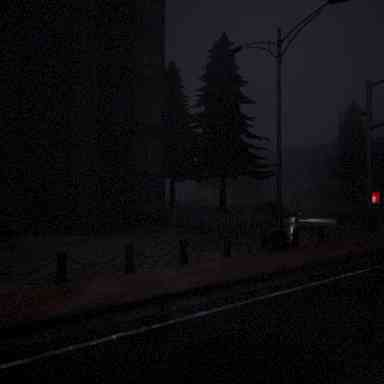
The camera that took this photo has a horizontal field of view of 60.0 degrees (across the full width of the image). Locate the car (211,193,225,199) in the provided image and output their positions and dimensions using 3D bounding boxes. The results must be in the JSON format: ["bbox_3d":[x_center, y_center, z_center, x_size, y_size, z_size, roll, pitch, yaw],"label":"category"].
[{"bbox_3d":[7.253,1.092,94.506,1.905,1.878,3.866,0,0,-37],"label":"car"}]

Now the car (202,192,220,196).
[{"bbox_3d":[5.165,1.113,92.444,1.932,1.855,4.605,0,0,-37],"label":"car"}]

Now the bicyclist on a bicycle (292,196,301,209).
[{"bbox_3d":[11.472,1.316,36.639,1.656,1.620,0.582,0,0,-37],"label":"bicyclist on a bicycle"}]

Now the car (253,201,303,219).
[{"bbox_3d":[7.535,1.541,29.475,1.812,1.442,4.674,0,0,-38],"label":"car"}]

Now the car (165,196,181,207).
[{"bbox_3d":[-3.591,1.616,50.451,1.895,1.301,4.718,0,0,-34],"label":"car"}]

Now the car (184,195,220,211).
[{"bbox_3d":[1.330,1.493,37.662,1.882,1.535,5.008,0,0,-37],"label":"car"}]
